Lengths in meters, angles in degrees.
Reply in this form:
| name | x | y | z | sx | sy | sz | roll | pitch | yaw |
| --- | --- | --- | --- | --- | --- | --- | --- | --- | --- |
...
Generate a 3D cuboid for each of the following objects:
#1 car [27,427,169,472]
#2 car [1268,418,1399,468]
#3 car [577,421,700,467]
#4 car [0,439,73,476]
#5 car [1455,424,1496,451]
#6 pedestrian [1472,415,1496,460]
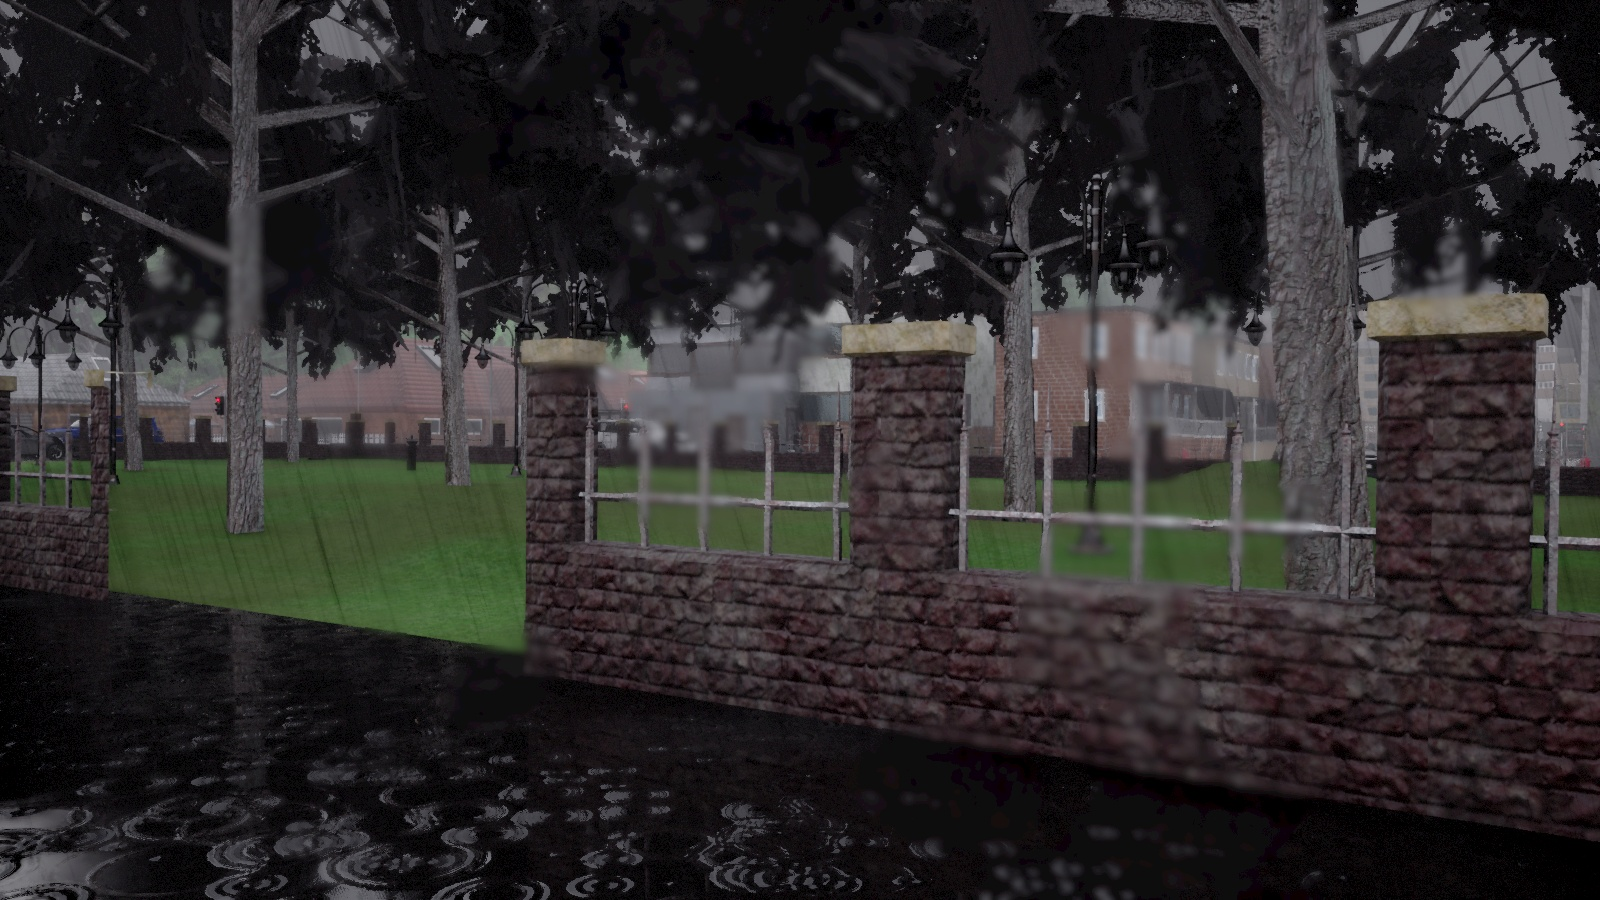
| name | x | y | z | sx | sy | sz | roll | pitch | yaw |
| --- | --- | --- | --- | --- | --- | --- | --- | --- | --- |
| car | -33.596 | -0.068 | 60.250 | 2.150 | 2.045 | 5.566 | 0 | 1 | 33 |
| car | 18.628 | -0.261 | 44.171 | 2.152 | 1.651 | 5.027 | -1 | 1 | -5 |
| car | -7.590 | -0.284 | 58.786 | 5.566 | 2.045 | 2.150 | 0 | 1 | 31 |
| car | -33.263 | 0.317 | 53.399 | 1.845 | 1.501 | 3.633 | 0 | 1 | 32 |
| car | 40.686 | -0.771 | 75.580 | 1.851 | 1.617 | 3.988 | 0 | 1 | 33 |
| pedestrian | 28.587 | -0.534 | 52.484 | 0.694 | 1.848 | 0.540 | -1 | 1 | -19 |
